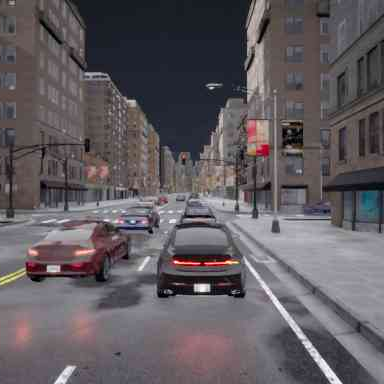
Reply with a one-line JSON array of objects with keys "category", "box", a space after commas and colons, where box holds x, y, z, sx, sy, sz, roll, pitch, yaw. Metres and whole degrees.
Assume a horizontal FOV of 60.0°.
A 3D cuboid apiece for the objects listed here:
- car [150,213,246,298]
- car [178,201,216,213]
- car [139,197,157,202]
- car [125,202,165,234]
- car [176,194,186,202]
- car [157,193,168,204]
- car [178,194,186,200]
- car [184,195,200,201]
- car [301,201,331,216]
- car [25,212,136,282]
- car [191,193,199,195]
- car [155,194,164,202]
[{"category": "car", "box": [0.205, 1.506, 8.500, 1.837, 1.490, 4.892, 0, 0, 0]}, {"category": "car", "box": [0.291, 1.490, 17.896, 2.128, 1.511, 4.902, 0, 0, -1]}, {"category": "car", "box": [-6.211, 1.581, 44.134, 1.895, 1.301, 4.718, 0, 0, 0]}, {"category": "car", "box": [-2.958, 1.545, 19.203, 2.033, 1.411, 5.357, 0, 0, 0]}, {"category": "car", "box": [-2.620, 1.492, 75.696, 1.994, 1.385, 4.181, 0, 0, 0]}, {"category": "car", "box": [-5.995, 1.182, 64.865, 2.150, 2.045, 5.566, 0, 0, 1]}, {"category": "car", "box": [-2.542, 1.244, 85.699, 1.882, 1.535, 5.008, 0, 0, 0]}, {"category": "car", "box": [0.280, 1.507, 42.240, 1.812, 1.442, 4.674, -1, 0, -1]}, {"category": "car", "box": [13.346, 1.608, 33.151, 4.674, 1.442, 1.812, 0, -1, 0]}, {"category": "car", "box": [-3.026, 1.526, 9.636, 1.812, 1.442, 4.674, 0, 0, 1]}, {"category": "car", "box": [0.643, 1.165, 77.367, 2.150, 2.045, 5.566, 0, 0, 0]}, {"category": "car", "box": [-6.124, 1.497, 54.145, 1.812, 1.442, 4.674, 0, 0, 1]}]
